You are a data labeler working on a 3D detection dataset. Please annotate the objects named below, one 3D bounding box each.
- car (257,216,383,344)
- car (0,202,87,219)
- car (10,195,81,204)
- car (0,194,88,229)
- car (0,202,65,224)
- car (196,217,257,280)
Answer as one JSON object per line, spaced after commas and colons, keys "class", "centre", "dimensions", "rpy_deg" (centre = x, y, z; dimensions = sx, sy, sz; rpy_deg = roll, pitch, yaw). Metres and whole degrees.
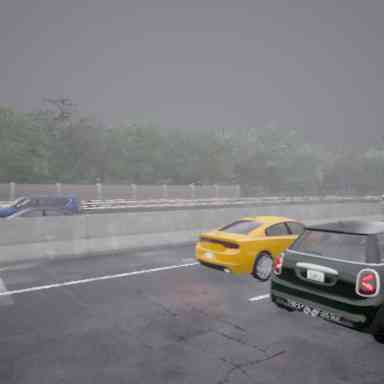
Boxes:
{"class": "car", "centre": [3.686, 1.337, 6.499], "dimensions": [4.553, 1.767, 2.097], "rpy_deg": [0, 0, -35]}
{"class": "car", "centre": [-7.504, 1.472, 15.834], "dimensions": [5.008, 1.535, 1.882], "rpy_deg": [0, 0, -35]}
{"class": "car", "centre": [-9.122, 1.216, 18.978], "dimensions": [5.566, 2.045, 2.150], "rpy_deg": [0, 0, -35]}
{"class": "car", "centre": [-10.182, 1.212, 22.518], "dimensions": [5.566, 2.045, 2.150], "rpy_deg": [0, 0, -35]}
{"class": "car", "centre": [-12.309, 1.518, 25.297], "dimensions": [4.674, 1.442, 1.812], "rpy_deg": [0, 0, -35]}
{"class": "car", "centre": [2.449, 1.460, 9.915], "dimensions": [5.008, 1.535, 1.882], "rpy_deg": [0, 0, -35]}
